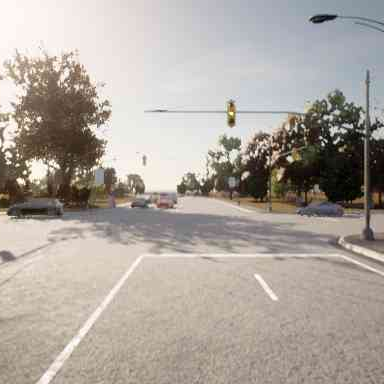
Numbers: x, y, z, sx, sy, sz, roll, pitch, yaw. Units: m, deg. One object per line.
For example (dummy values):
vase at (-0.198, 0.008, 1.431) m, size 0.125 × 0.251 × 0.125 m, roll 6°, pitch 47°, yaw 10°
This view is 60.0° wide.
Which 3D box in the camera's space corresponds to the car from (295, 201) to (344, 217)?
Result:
car at (11.778, 1.550, 30.896) m, size 4.181 × 1.385 × 1.994 m, roll 0°, pitch 0°, yaw -3°

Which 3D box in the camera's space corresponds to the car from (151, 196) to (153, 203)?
car at (-7.248, 1.417, 62.967) m, size 2.128 × 1.511 × 4.902 m, roll 0°, pitch 0°, yaw -1°

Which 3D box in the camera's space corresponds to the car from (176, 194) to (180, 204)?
car at (-3.733, 1.436, 61.772) m, size 1.837 × 1.490 × 4.892 m, roll 0°, pitch 0°, yaw -1°

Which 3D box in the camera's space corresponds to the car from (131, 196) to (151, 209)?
car at (-7.148, 1.479, 45.576) m, size 1.837 × 1.490 × 4.892 m, roll 0°, pitch 0°, yaw 0°

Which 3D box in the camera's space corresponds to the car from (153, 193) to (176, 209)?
car at (-3.648, 1.326, 45.395) m, size 2.097 × 1.767 × 4.553 m, roll 0°, pitch 0°, yaw 0°

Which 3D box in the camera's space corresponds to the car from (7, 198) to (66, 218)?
car at (-13.727, 1.336, 29.428) m, size 4.553 × 1.767 × 2.097 m, roll 0°, pitch 0°, yaw -3°

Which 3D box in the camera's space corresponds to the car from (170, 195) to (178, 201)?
car at (-4.225, 1.349, 76.801) m, size 1.812 × 1.442 × 4.674 m, roll 0°, pitch 0°, yaw -3°
